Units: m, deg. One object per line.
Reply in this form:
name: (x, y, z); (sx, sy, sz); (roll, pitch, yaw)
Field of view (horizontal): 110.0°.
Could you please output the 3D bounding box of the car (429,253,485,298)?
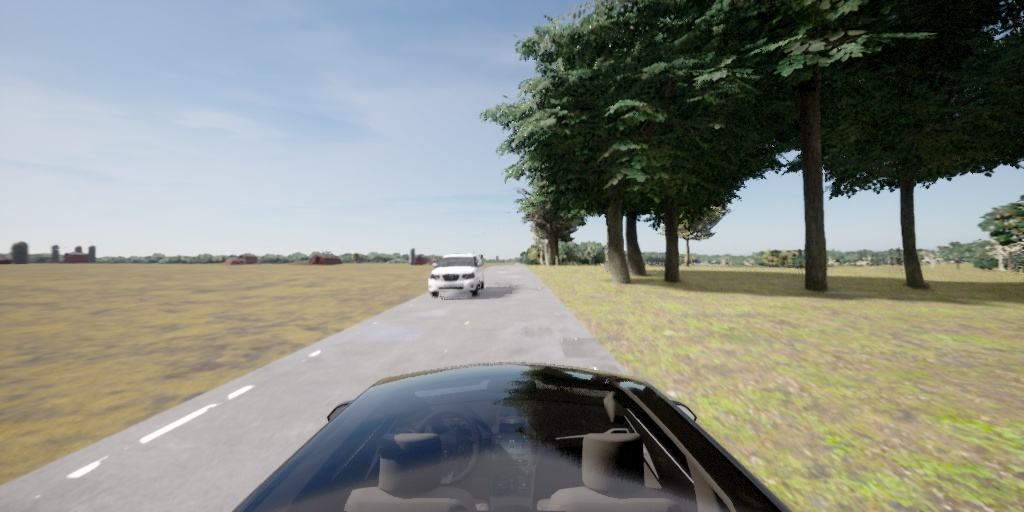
car: (-2.640, 0.883, 18.290); (2.150, 2.045, 5.566); (-1, 0, 0)
